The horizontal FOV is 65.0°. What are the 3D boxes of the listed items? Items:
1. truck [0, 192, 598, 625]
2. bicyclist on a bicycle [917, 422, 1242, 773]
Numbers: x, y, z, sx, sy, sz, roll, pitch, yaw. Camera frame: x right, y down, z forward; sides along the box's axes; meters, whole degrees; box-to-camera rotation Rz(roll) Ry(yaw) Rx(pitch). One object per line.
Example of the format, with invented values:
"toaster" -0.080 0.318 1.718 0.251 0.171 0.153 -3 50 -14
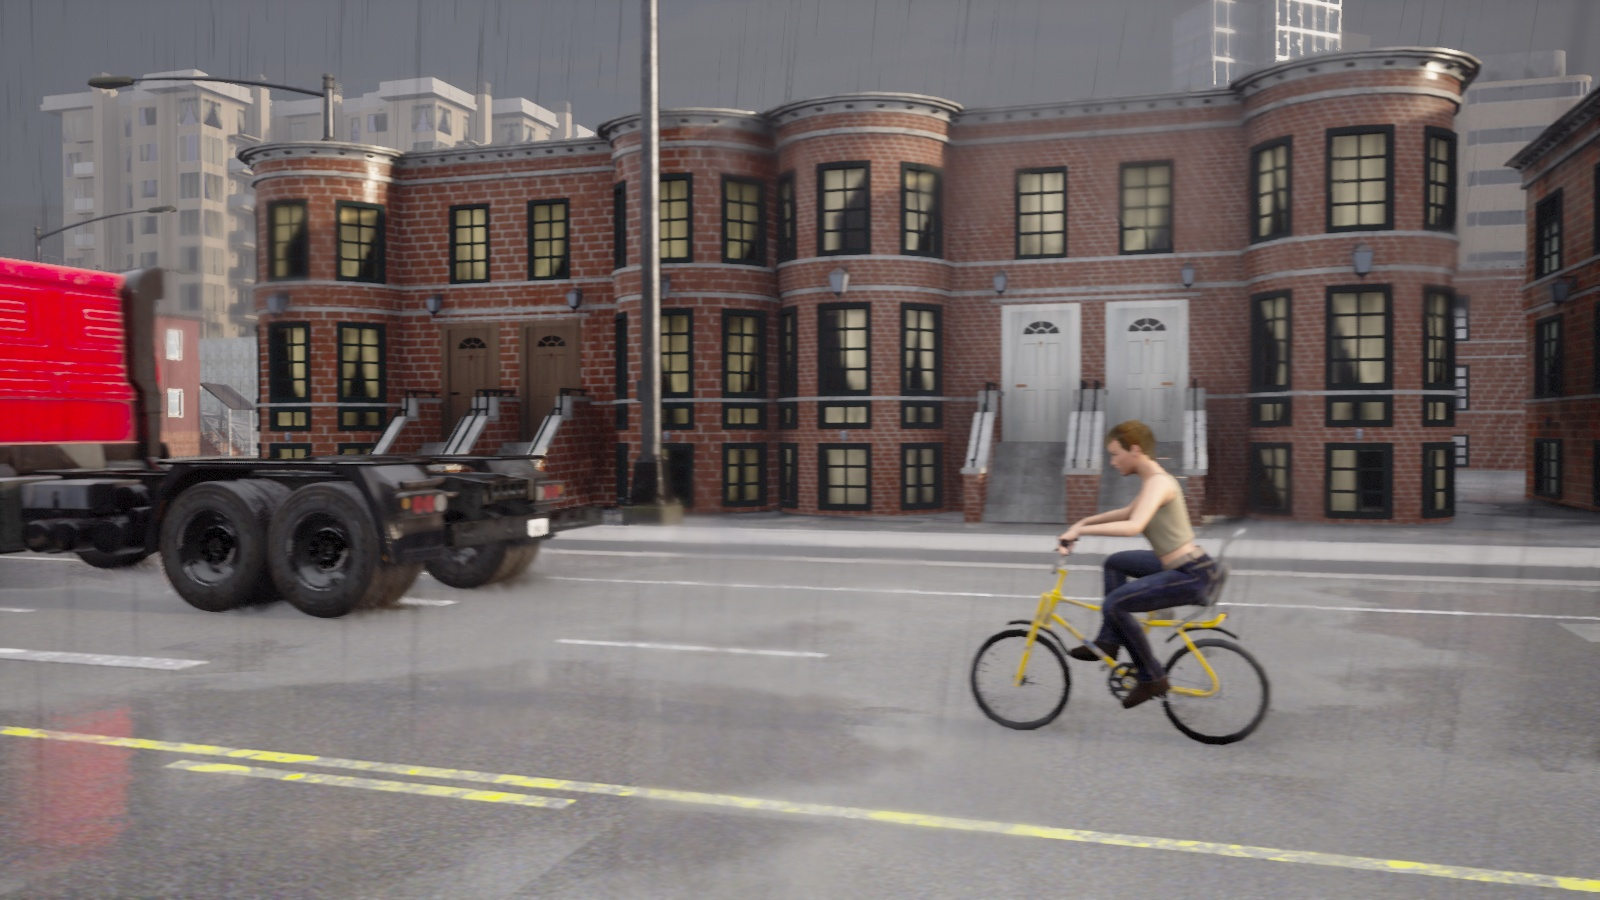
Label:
"truck" -6.276 -0.383 12.678 7.936 3.462 2.891 1 1 19
"bicyclist on a bicycle" 1.440 0.666 6.401 1.509 1.612 0.866 1 1 19
